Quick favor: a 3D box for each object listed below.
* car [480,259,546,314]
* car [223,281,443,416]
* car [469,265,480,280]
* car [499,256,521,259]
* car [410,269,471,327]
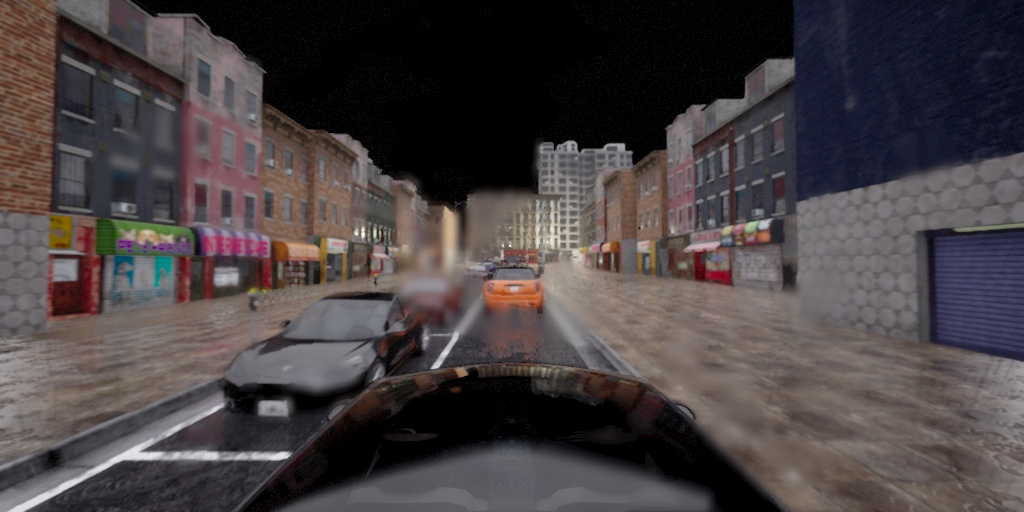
[{"bbox_3d":[0.097,1.111,13.928,2.097,1.767,4.553,0,0,0],"label":"car"},{"bbox_3d":[-2.638,1.318,6.153,1.948,1.339,4.313,0,0,0],"label":"car"},{"bbox_3d":[-2.643,1.354,28.282,1.802,1.307,4.207,0,0,0],"label":"car"},{"bbox_3d":[0.087,1.003,36.524,2.150,2.045,5.566,0,0,0],"label":"car"},{"bbox_3d":[-2.639,1.302,11.685,1.888,1.381,4.507,0,0,0],"label":"car"}]
